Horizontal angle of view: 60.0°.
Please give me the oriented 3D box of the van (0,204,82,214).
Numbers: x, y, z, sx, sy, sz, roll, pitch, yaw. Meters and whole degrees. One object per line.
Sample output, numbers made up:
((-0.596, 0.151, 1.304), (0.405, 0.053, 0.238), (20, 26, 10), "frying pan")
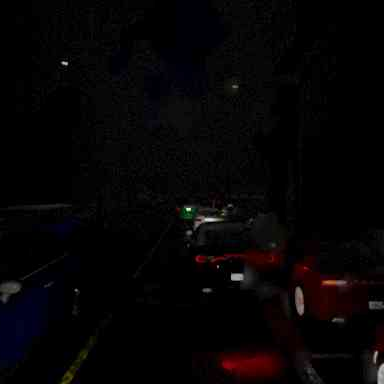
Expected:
((-5.792, 1.365, 12.614), (1.690, 1.788, 3.998), (0, 0, 0), "van")

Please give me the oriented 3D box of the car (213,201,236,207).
((2.708, 1.571, 23.678), (1.752, 1.417, 4.829), (0, 0, 0), "car")

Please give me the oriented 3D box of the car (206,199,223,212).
((2.670, 1.606, 39.991), (1.752, 1.417, 4.829), (0, 0, 0), "car")

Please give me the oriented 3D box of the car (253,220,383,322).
((2.746, 1.558, 7.196), (1.887, 1.381, 4.507), (0, 0, 0), "car")

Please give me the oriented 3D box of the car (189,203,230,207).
((0.857, 1.562, 18.896), (1.812, 1.442, 4.674), (0, 0, 0), "car")

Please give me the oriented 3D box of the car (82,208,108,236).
((-5.804, 1.586, 18.051), (2.008, 1.369, 4.403), (0, 0, 0), "car")

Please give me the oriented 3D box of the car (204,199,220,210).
((2.658, 1.638, 45.259), (1.887, 1.381, 4.507), (0, 0, 0), "car")

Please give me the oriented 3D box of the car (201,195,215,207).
((2.632, 1.434, 56.134), (2.192, 1.841, 5.009), (0, 0, 0), "car")

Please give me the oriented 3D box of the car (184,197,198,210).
((-0.096, 1.574, 46.850), (1.882, 1.535, 5.008), (0, 0, 0), "car")

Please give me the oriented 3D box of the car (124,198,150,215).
((-5.842, 1.635, 34.363), (1.947, 1.339, 4.313), (0, 0, 0), "car")

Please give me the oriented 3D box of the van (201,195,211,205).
((2.619, 1.474, 61.571), (1.690, 1.788, 3.998), (0, 0, 0), "van")

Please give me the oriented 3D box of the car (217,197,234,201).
((2.695, 1.372, 28.946), (2.192, 1.841, 5.009), (0, 0, 0), "car")

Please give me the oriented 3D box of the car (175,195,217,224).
((0.281, 1.271, 25.145), (2.150, 2.045, 5.566), (0, 0, 11), "car")

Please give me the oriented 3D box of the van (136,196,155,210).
((-5.855, 1.422, 39.802), (1.690, 1.788, 3.998), (0, 0, 0), "van")

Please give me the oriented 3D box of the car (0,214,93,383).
((-3.009, 1.360, 4.152), (2.097, 1.767, 4.553), (0, 0, 0), "car")

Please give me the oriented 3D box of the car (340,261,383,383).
((2.759, 1.548, 1.758), (1.887, 1.381, 4.507), (0, 0, 0), "car")

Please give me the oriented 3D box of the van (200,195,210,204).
((2.607, 1.487, 67.009), (1.690, 1.788, 3.998), (0, 0, 0), "van")

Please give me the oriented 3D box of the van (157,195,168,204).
((-5.919, 1.487, 66.989), (1.690, 1.788, 3.998), (0, 0, 0), "van")

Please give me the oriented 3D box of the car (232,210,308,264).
((2.733, 1.550, 12.803), (1.752, 1.417, 4.829), (0, 0, 0), "car")

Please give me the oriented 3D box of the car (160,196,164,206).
((-5.880, 1.672, 50.676), (1.947, 1.339, 4.313), (0, 0, 0), "car")

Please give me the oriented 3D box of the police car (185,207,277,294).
((0.870, 1.443, 9.005), (1.930, 1.638, 5.238), (0, 0, 0), "police car")

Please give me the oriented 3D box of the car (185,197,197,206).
((-0.140, 1.622, 60.666), (2.128, 1.511, 4.902), (0, 0, 0), "car")

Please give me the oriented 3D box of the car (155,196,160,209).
((-5.867, 1.618, 45.069), (1.752, 1.417, 4.829), (0, 0, 0), "car")

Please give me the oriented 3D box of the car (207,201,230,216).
((2.683, 1.619, 34.383), (2.008, 1.369, 4.403), (0, 0, 0), "car")

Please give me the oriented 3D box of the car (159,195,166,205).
((-5.893, 1.644, 55.944), (1.752, 1.417, 4.829), (0, 0, 0), "car")

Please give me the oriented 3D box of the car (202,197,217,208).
((2.645, 1.546, 50.696), (1.967, 1.590, 4.097), (0, 0, 0), "car")
